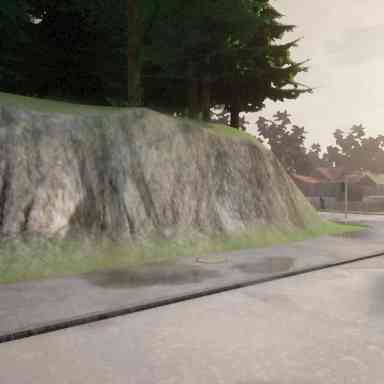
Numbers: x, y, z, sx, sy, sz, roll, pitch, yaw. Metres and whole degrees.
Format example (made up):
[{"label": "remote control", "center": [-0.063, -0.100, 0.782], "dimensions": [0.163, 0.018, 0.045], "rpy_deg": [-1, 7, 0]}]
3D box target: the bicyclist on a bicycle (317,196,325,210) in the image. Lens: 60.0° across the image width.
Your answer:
[{"label": "bicyclist on a bicycle", "center": [15.552, 1.349, 39.986], "dimensions": [1.656, 1.620, 0.582], "rpy_deg": [0, 0, -36]}]
